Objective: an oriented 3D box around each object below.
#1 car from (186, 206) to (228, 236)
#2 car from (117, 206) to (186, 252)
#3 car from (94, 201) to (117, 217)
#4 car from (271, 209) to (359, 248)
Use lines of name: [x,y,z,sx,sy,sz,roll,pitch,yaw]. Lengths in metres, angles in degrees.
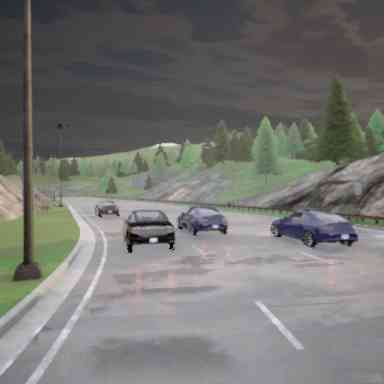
car: [0.497,1.503,18.344,1.812,1.442,4.674,0,0,-16]
car: [-1.929,1.491,14.114,2.128,1.511,4.902,0,0,-14]
car: [-7.984,1.552,31.243,1.812,1.442,4.674,0,0,-21]
car: [5.153,1.473,14.485,1.812,1.442,4.674,0,0,-12]
